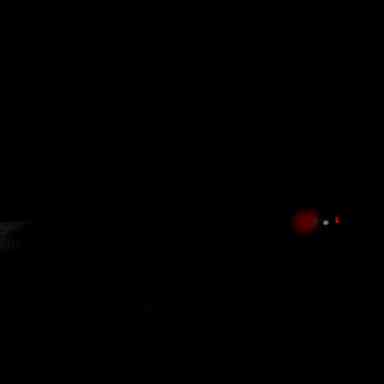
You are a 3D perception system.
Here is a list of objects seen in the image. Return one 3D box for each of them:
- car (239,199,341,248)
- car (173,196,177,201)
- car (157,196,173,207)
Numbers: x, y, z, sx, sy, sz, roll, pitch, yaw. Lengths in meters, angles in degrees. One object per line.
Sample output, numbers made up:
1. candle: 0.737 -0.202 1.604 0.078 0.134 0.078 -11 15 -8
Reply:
1. car: 4.401 1.364 15.910 2.150 2.045 5.566 0 -1 -23
2. car: -5.286 1.840 94.266 1.994 1.385 4.181 0 2 -1
3. car: -5.957 1.972 70.223 2.150 2.045 5.566 0 0 4
